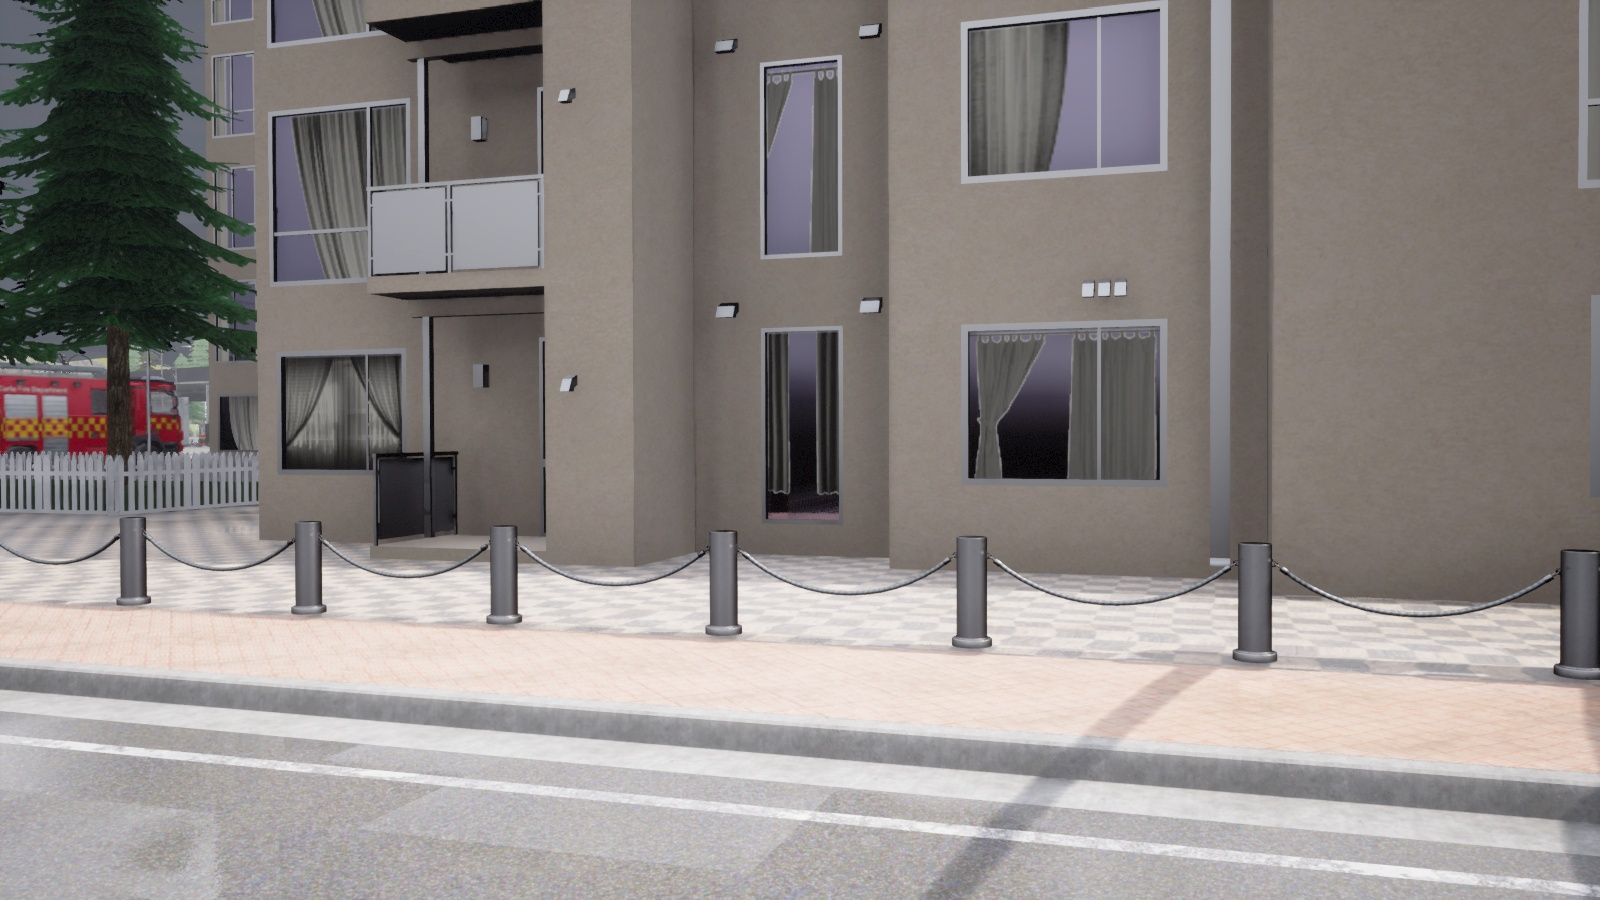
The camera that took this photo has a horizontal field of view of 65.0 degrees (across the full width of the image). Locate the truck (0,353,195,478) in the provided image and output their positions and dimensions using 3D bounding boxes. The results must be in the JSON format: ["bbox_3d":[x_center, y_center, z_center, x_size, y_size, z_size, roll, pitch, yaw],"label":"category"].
[{"bbox_3d":[-24.897,-1.127,42.466,2.891,3.827,8.468,1,1,18],"label":"truck"}]
